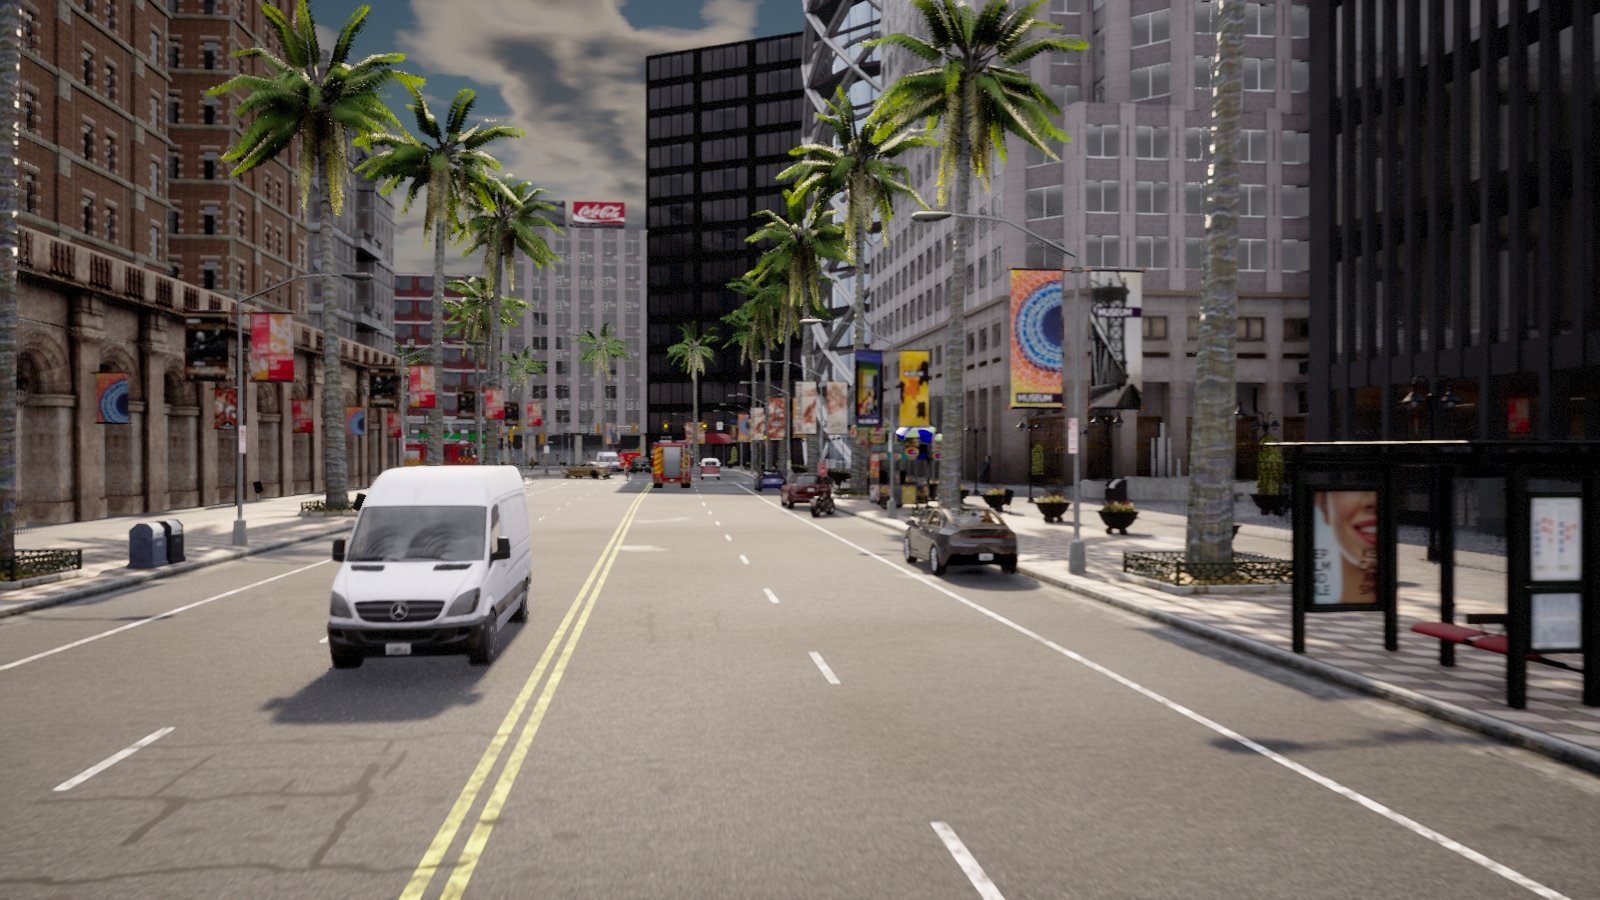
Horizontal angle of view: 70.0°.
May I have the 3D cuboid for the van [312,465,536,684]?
[{"bbox_3d":[-5.228,1.536,16.778,1.988,2.561,5.915,0,0,-7],"label":"van"}]
